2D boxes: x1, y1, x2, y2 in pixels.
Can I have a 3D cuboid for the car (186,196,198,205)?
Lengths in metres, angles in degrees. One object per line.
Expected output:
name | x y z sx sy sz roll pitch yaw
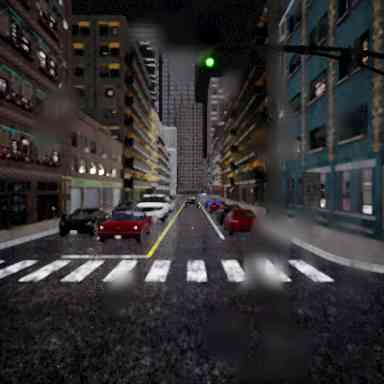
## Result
car | -0.003 1.427 57.619 1.882 1.535 5.008 0 0 0

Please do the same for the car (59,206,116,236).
car | -5.698 1.545 18.168 1.947 1.339 4.313 0 0 0

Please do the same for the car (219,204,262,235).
car | 2.683 1.561 18.157 1.802 1.307 4.206 0 0 0

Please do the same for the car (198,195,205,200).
car | 2.678 1.486 95.484 2.008 1.369 4.403 -1 0 0

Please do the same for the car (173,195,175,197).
car | -5.702 1.503 89.973 1.947 1.339 4.313 0 0 0

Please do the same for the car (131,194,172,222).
car | -3.086 1.193 26.638 2.150 2.045 5.566 0 0 0

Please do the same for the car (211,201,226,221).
car | 2.683 1.540 23.680 1.947 1.339 4.313 0 0 0

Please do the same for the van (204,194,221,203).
van | 2.680 1.302 40.250 1.690 1.788 3.998 0 0 0

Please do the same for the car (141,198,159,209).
car | -5.700 1.502 45.786 1.887 1.381 4.507 0 0 0

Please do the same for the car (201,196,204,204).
car | 2.681 1.523 45.774 1.947 1.339 4.313 0 0 0

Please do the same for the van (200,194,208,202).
van | 2.677 1.283 73.392 1.690 1.788 3.998 -1 0 0

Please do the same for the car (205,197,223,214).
car | 2.682 1.510 34.727 1.887 1.381 4.507 0 0 0

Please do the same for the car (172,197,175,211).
car | -3.072 1.564 37.213 1.895 1.301 4.718 0 0 0

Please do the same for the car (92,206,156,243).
car | -3.093 1.582 16.167 1.895 1.301 4.718 0 0 0

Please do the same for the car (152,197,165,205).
car | -5.700 1.532 56.833 1.802 1.307 4.206 0 0 0

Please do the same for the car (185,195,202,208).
car | -0.003 1.447 47.195 2.128 1.511 4.902 0 0 0

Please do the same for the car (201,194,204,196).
car | 2.680 1.472 62.514 1.752 1.417 4.829 -1 0 0

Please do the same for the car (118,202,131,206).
car | -5.699 1.535 29.215 1.947 1.339 4.313 0 0 0
